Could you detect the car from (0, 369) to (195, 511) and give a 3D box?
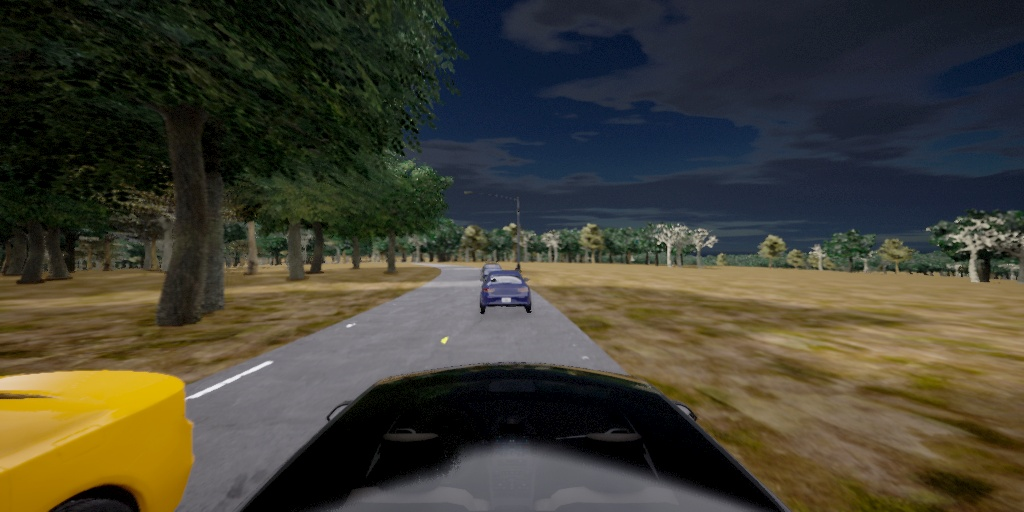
[{"bbox_3d":[-3.151,1.232,0.366,1.882,1.535,5.008,0,0,0],"label":"car"}]

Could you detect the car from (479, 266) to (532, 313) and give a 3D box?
[{"bbox_3d":[-0.292,1.280,14.023,1.812,1.442,4.674,0,0,-3],"label":"car"}]

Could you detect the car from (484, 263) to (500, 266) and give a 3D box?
[{"bbox_3d":[-1.826,1.347,32.202,2.033,1.411,5.357,0,0,-7],"label":"car"}]
